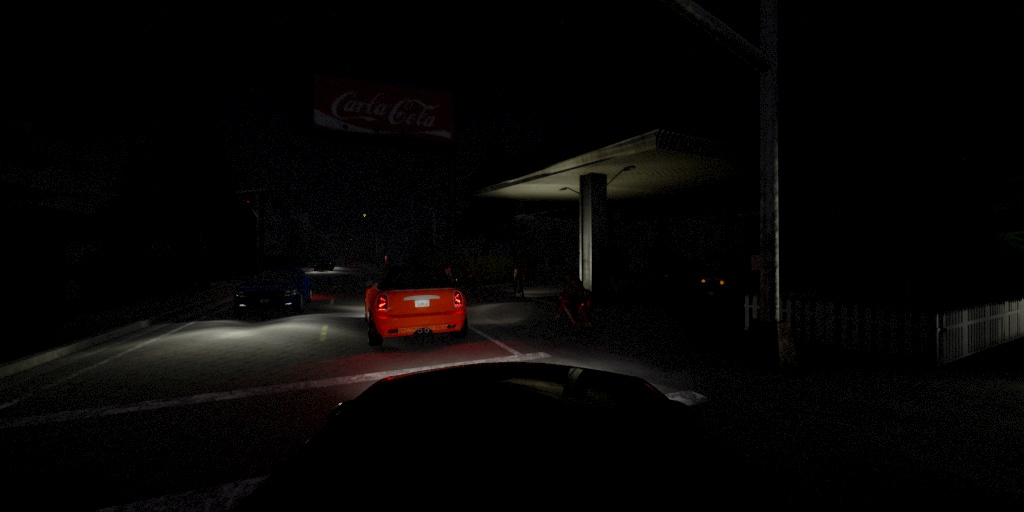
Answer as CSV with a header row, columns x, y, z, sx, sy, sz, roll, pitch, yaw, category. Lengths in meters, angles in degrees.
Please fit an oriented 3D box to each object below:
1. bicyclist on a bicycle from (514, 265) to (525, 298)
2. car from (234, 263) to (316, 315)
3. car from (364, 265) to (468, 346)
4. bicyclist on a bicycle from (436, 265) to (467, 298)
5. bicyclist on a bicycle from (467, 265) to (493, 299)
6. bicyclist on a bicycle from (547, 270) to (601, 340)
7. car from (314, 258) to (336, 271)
x,y,z,sx,sy,sz,roll,pitch,yaw,category
0.364,1.283,18.051,0.582,1.620,1.656,0,0,15,bicyclist on a bicycle
-8.797,1.170,13.542,1.882,1.535,5.008,1,-1,-24,car
-2.722,1.012,9.456,2.097,1.767,4.553,0,0,-23,car
-3.014,1.252,16.470,1.656,1.620,0.582,1,0,36,bicyclist on a bicycle
-1.741,1.281,17.884,1.656,1.620,0.582,1,0,-23,bicyclist on a bicycle
1.504,1.184,8.866,0.582,1.620,1.656,3,-2,-44,bicyclist on a bicycle
-24.451,1.041,46.596,2.097,1.767,4.553,0,0,-25,car
